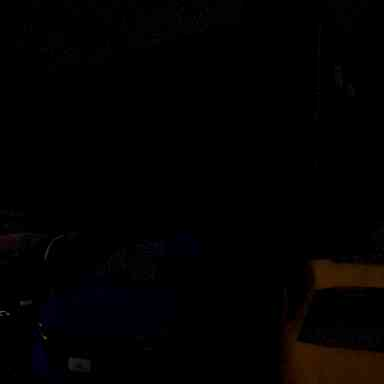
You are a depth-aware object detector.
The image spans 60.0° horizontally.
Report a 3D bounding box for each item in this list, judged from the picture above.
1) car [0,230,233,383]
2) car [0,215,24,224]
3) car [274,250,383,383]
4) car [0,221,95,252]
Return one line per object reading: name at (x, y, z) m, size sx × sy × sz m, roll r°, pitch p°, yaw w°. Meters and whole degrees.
car at (-0.477, 1.501, 5.750) m, size 2.097 × 1.535 × 5.008 m, roll 0°, pitch -1°, yaw 15°
car at (-5.449, 1.405, 9.178) m, size 2.185 × 1.767 × 4.553 m, roll 0°, pitch -1°, yaw 14°
car at (2.021, 1.485, 4.183) m, size 1.946 × 1.575 × 5.366 m, roll 0°, pitch -1°, yaw 15°
car at (-2.961, 1.517, 7.465) m, size 2.231 × 1.521 × 4.892 m, roll 0°, pitch -1°, yaw 15°
